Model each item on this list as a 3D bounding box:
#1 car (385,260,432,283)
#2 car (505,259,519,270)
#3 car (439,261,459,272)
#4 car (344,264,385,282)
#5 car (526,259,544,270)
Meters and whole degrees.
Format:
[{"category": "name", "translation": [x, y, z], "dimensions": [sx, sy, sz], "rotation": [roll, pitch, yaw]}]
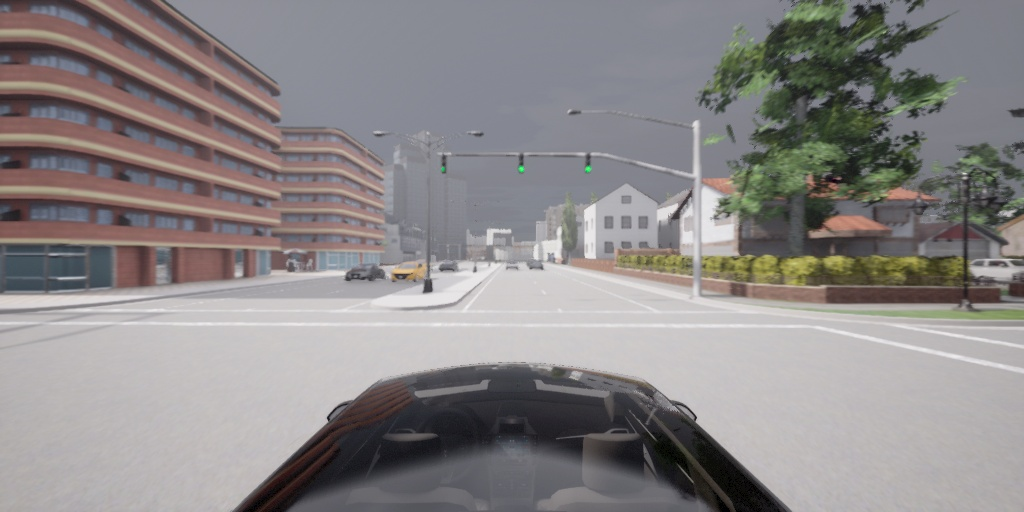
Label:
[{"category": "car", "translation": [-8.080, 1.233, 28.533], "dimensions": [1.882, 1.535, 5.008], "rotation": [0, 0, 0]}, {"category": "car", "translation": [0.003, 1.362, 52.023], "dimensions": [1.895, 1.301, 4.718], "rotation": [0, 0, 0]}, {"category": "car", "translation": [-8.037, 1.307, 46.316], "dimensions": [2.033, 1.411, 5.357], "rotation": [0, 0, 1]}, {"category": "car", "translation": [-11.580, 1.318, 28.524], "dimensions": [1.994, 1.385, 4.181], "rotation": [0, 0, 0]}, {"category": "car", "translation": [3.504, 1.325, 52.097], "dimensions": [1.994, 1.385, 4.181], "rotation": [0, 0, 0]}]
